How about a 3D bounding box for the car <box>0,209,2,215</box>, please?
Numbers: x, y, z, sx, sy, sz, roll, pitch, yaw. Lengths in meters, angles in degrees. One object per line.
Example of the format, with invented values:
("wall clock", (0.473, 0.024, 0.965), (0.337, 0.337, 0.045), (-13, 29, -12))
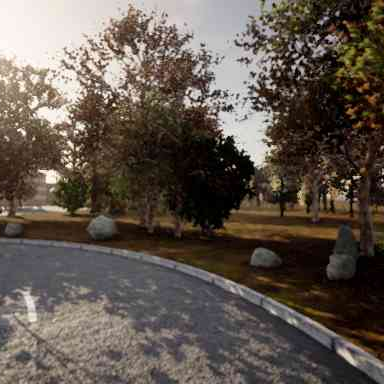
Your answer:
("car", (-25.585, 2.240, 40.424), (1.882, 1.535, 5.008), (0, -1, 27))
